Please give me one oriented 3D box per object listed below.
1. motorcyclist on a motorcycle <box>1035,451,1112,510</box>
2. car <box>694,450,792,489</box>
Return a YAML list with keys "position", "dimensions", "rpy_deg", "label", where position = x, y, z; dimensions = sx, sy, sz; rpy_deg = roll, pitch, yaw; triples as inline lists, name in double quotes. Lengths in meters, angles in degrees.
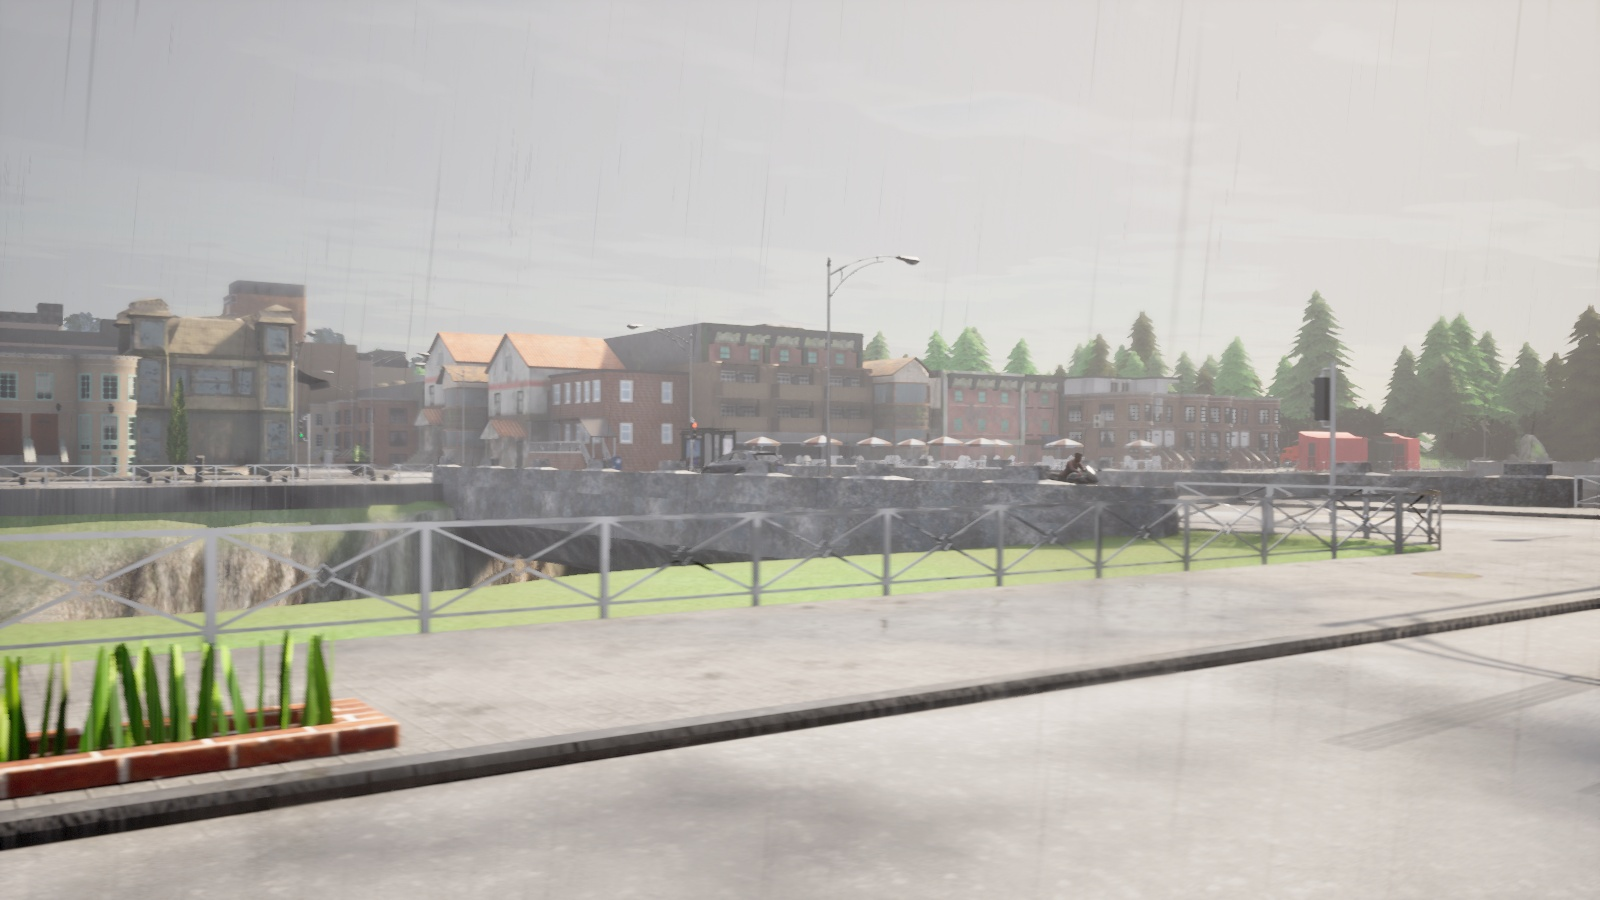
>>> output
- position: [7.345, 0.794, 33.802]
  dimensions: [0.797, 1.523, 2.044]
  rpy_deg: [0, 0, -34]
  label: "motorcyclist on a motorcycle"
- position: [-2.545, 0.815, 54.963]
  dimensions: [2.033, 1.649, 4.856]
  rpy_deg: [0, 0, -35]
  label: "car"
